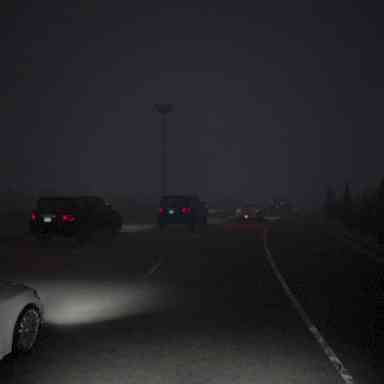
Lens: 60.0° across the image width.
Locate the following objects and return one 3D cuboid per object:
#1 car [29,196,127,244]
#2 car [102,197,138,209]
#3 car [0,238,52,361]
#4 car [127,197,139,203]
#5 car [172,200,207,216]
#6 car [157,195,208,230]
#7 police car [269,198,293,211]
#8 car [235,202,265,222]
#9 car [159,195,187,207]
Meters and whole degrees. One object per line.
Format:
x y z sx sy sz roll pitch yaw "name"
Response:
-5.259 1.190 15.847 2.150 2.045 5.566 0 0 10 "car"
-9.897 1.472 46.479 2.033 1.411 5.357 0 0 26 "car"
-3.197 1.513 3.050 1.812 1.442 4.674 0 0 3 "car"
-7.284 1.295 34.912 2.097 1.767 4.553 0 0 22 "car"
-0.137 1.567 33.537 1.895 1.301 4.718 0 0 21 "car"
-0.481 1.199 21.249 2.150 2.045 5.566 0 0 14 "car"
10.922 1.494 40.477 2.038 1.542 4.974 0 0 28 "police car"
4.555 1.513 25.869 1.812 1.442 4.674 0 0 17 "car"
-2.933 1.302 52.023 2.097 1.767 4.553 0 0 31 "car"
